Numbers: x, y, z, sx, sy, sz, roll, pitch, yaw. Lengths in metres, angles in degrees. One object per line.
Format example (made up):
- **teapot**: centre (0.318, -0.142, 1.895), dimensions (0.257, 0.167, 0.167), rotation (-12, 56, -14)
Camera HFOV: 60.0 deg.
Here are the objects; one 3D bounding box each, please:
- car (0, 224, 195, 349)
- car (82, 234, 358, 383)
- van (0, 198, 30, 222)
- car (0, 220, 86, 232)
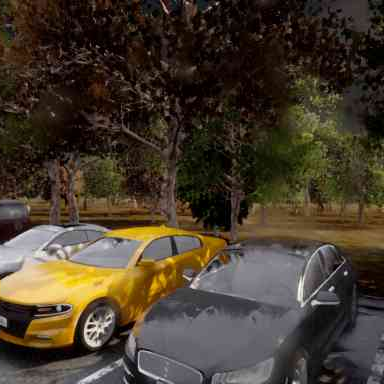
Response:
- **car**: centre (-1.108, 1.481, 6.551), dimensions (2.097, 1.535, 5.008), rotation (0, 0, 35)
- **car**: centre (1.162, 1.482, 4.938), dimensions (2.231, 1.521, 4.892), rotation (0, 0, 35)
- **van**: centre (-7.987, 1.256, 11.295), dimensions (1.878, 1.987, 4.442), rotation (0, 0, 35)
- **car**: centre (-3.380, 1.522, 8.164), dimensions (2.002, 1.452, 4.674), rotation (0, 0, 35)
